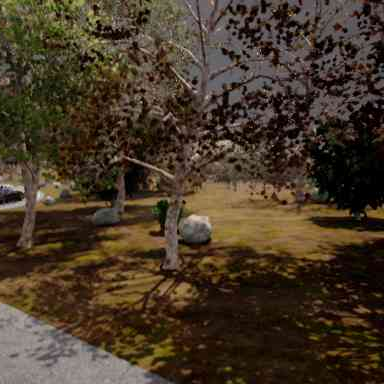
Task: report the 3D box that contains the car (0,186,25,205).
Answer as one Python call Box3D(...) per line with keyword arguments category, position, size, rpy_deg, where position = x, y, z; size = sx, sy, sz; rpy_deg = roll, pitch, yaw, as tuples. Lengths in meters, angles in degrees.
Box3D(category="car", position=(-16.123, 0.205, 28.199), size=(2.033, 1.411, 5.357), rpy_deg=(5, 4, -2))
